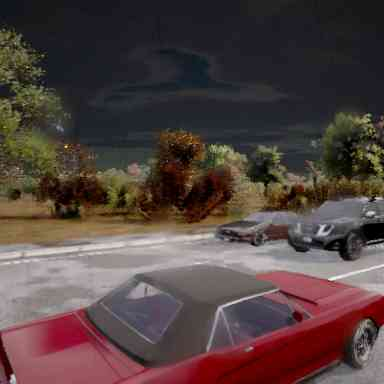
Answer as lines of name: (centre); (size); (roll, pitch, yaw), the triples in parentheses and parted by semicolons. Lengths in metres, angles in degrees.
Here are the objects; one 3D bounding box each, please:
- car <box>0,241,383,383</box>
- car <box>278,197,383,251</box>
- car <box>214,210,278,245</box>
car: (0.417, 1.602, 4.043); (4.718, 1.301, 1.895); (0, 0, -35)
car: (6.063, 1.224, 12.616); (5.566, 2.045, 2.150); (0, 0, -36)
car: (3.582, 1.550, 15.143); (5.357, 1.411, 2.033); (0, 0, -36)
